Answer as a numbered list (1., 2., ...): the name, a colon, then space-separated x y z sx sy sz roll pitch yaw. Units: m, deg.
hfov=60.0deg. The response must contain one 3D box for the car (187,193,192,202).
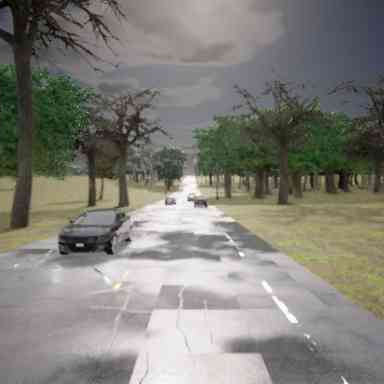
1. car: 0.003 1.270 68.039 1.994 1.385 4.181 0 1 0

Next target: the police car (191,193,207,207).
1. police car: 1.227 1.307 48.602 1.930 1.638 5.238 0 0 0

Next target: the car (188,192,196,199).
1. car: 0.004 0.887 83.704 1.882 1.535 5.008 0 1 0

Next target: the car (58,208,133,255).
1. car: -3.599 1.422 13.162 1.882 1.535 5.008 0 0 0

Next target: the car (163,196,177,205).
1. car: -3.559 1.346 54.570 2.128 1.511 4.902 0 0 0
